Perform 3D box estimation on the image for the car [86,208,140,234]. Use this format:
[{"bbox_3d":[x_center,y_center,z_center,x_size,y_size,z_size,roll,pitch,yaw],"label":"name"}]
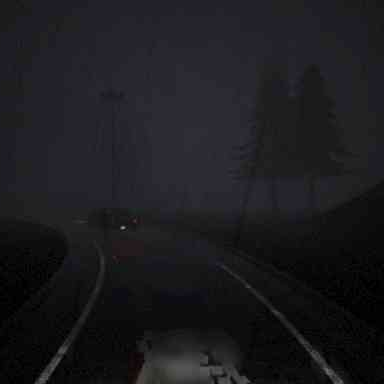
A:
[{"bbox_3d":[-4.700,1.554,19.168,1.895,1.301,4.718,0,0,-30],"label":"car"}]
